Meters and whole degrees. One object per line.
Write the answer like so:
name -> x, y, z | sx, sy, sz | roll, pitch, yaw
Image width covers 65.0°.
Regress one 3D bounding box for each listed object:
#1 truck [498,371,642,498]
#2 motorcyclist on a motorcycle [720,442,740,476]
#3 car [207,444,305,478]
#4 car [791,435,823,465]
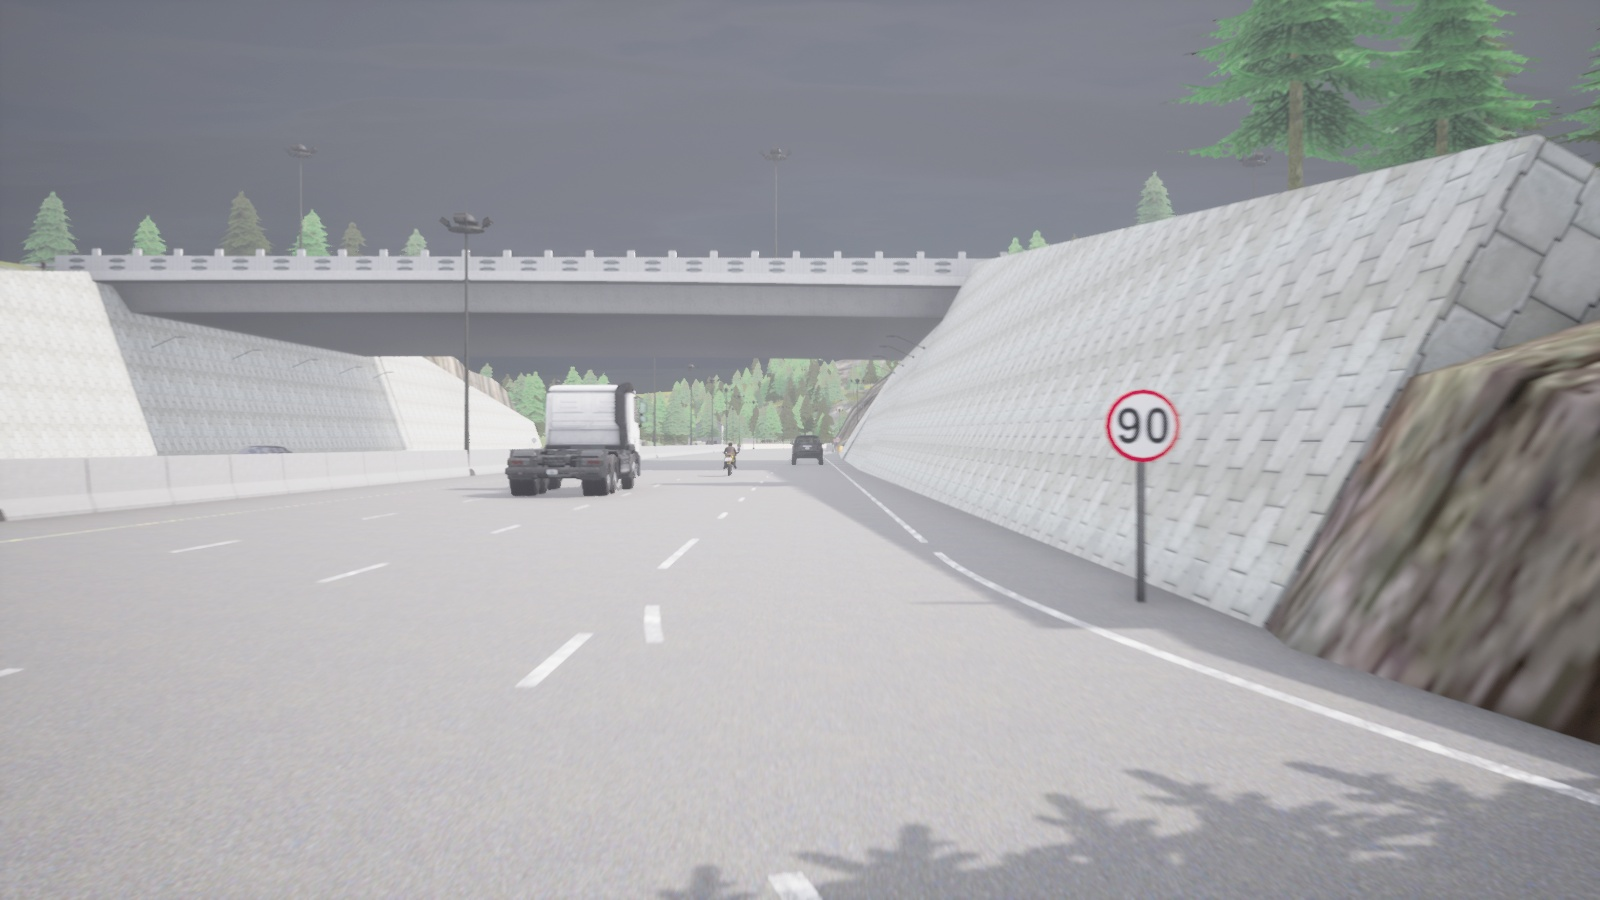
truck -> -6.767, -0.453, 38.156 | 2.891, 3.462, 7.936 | 0, 0, 0
motorcyclist on a motorcycle -> -3.161, 0.409, 56.887 | 0.797, 1.523, 2.044 | 0, 0, 0
car -> -24.167, 0.462, 56.008 | 2.033, 1.411, 5.357 | 0, 0, 0
car -> 0.514, -0.024, 87.830 | 2.150, 2.045, 5.566 | 0, 0, 0
